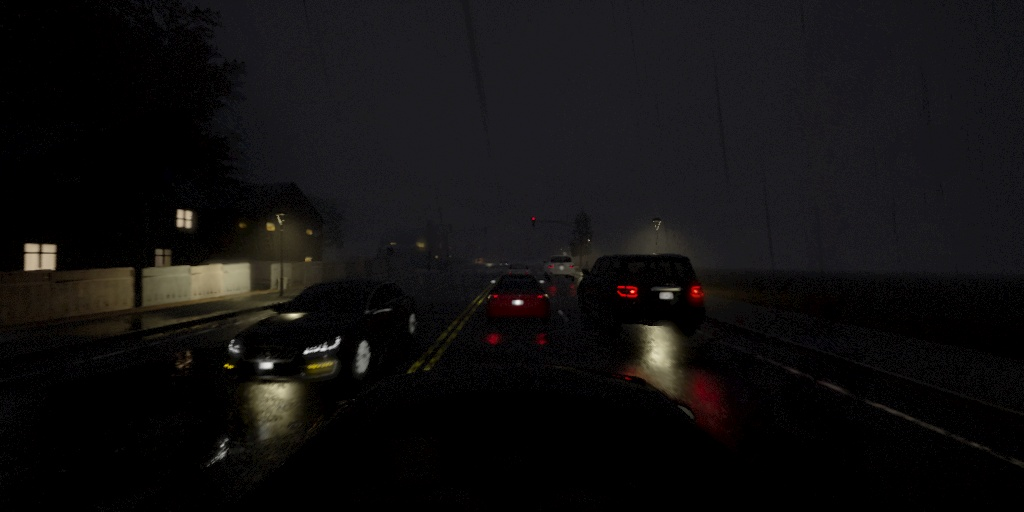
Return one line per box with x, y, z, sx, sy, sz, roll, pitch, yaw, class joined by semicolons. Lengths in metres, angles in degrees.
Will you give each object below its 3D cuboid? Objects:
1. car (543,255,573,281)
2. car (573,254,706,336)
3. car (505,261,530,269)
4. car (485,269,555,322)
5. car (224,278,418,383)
3.825;0.944;29.656;2.150;2.045;5.566;0;0;2;car
3.413;0.962;10.542;2.150;2.045;5.566;0;0;1;car
0.589;1.324;30.148;1.895;1.301;4.718;0;0;2;car
0.191;1.302;12.293;1.994;1.385;4.181;0;0;1;car
-3.320;1.248;7.305;1.837;1.490;4.892;0;0;0;car
